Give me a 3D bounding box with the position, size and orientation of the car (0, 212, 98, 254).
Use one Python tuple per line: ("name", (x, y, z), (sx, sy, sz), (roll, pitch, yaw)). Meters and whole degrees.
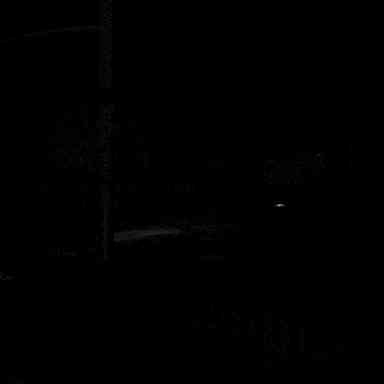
("car", (-5.448, 1.408, 12.398), (1.895, 1.301, 4.718), (0, 0, 35))
